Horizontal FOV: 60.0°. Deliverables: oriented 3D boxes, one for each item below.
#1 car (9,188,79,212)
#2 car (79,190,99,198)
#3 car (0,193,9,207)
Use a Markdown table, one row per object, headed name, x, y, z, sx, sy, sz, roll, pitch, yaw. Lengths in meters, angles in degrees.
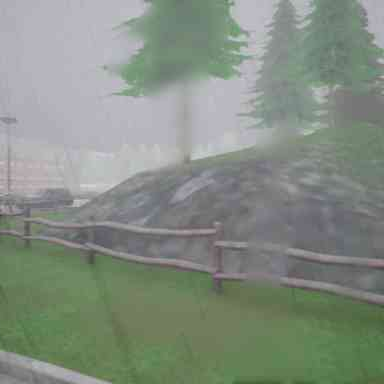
| name | x | y | z | sx | sy | sz | roll | pitch | yaw |
| --- | --- | --- | --- | --- | --- | --- | --- | --- | --- |
| car | -13.517 | 0.650 | 30.805 | 2.150 | 2.045 | 5.566 | 0 | 2 | 21 |
| car | -18.140 | 0.455 | 57.336 | 1.837 | 1.490 | 4.892 | 0 | 1 | 22 |
| car | -19.657 | 0.861 | 34.320 | 2.128 | 1.511 | 4.902 | 0 | 1 | 21 |
